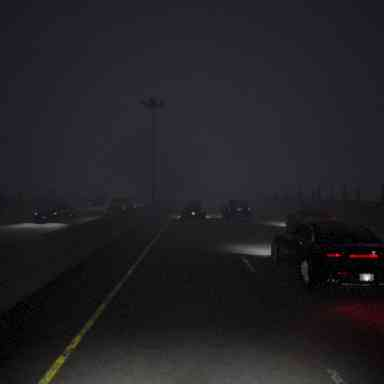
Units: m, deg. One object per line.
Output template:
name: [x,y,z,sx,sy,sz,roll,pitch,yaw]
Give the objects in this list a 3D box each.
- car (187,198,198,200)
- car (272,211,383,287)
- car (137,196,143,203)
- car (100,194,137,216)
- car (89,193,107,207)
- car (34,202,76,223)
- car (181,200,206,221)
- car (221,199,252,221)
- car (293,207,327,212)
car: [0.078,1.519,43.089,2.163,1.488,4.792,0,0,0]
car: [3.599,1.508,9.278,1.837,1.490,4.892,0,0,0]
car: [-11.025,1.425,66.716,1.895,1.301,4.718,0,0,-2]
car: [-7.102,1.364,32.613,2.097,1.767,4.553,0,0,0]
car: [-14.196,1.239,51.528,2.150,2.045,5.566,0,0,-1]
car: [-10.600,1.535,26.094,1.812,1.442,4.674,0,0,0]
car: [0.098,1.574,26.890,1.994,1.385,4.181,0,0,0]
car: [3.598,1.362,27.445,2.097,1.767,4.553,0,0,0]
car: [7.099,1.571,20.070,1.994,1.385,4.181,0,0,0]
